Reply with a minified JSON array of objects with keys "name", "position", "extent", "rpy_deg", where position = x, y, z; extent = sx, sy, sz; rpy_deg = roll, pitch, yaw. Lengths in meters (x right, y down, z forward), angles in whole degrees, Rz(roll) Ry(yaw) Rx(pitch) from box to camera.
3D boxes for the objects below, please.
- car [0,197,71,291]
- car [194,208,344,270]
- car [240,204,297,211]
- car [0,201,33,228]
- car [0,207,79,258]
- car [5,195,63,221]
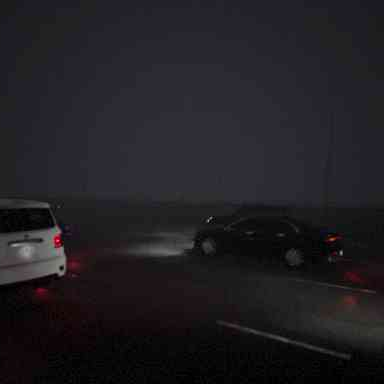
[{"name":"car","position":[-5.260,1.150,7.745],"extent":[5.566,2.045,2.150],"rpy_deg":[1,0,36]},{"name":"car","position":[2.311,1.469,10.941],"extent":[4.892,1.490,1.837],"rpy_deg":[1,0,36]},{"name":"car","position":[2.784,1.300,14.904],"extent":[4.553,1.767,2.097],"rpy_deg":[1,0,35]},{"name":"car","position":[-12.846,1.359,21.755],"extent":[5.357,1.411,2.033],"rpy_deg":[1,0,35]},{"name":"car","position":[-6.637,1.420,13.027],"extent":[4.674,1.442,1.812],"rpy_deg":[1,0,35]},{"name":"car","position":[-12.172,1.149,25.572],"extent":[4.553,1.767,2.097],"rpy_deg":[1,0,36]}]
